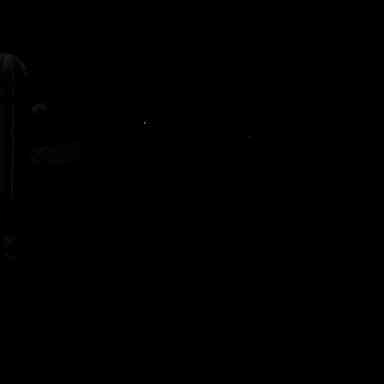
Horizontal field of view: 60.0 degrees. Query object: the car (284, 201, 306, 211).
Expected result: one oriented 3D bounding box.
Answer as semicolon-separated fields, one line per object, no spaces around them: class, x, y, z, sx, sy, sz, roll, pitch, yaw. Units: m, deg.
car;15.271;2.063;49.140;2.033;1.411;5.357;1;0;36
